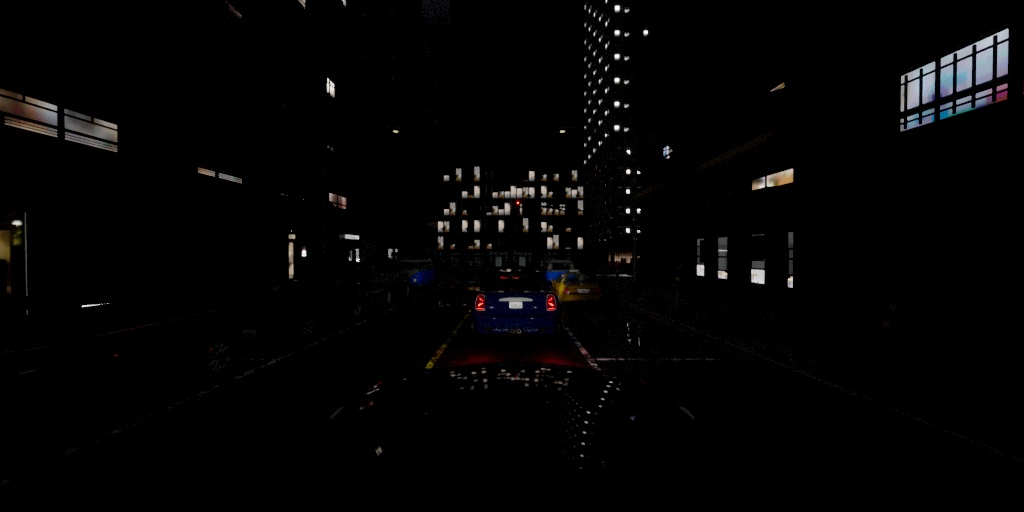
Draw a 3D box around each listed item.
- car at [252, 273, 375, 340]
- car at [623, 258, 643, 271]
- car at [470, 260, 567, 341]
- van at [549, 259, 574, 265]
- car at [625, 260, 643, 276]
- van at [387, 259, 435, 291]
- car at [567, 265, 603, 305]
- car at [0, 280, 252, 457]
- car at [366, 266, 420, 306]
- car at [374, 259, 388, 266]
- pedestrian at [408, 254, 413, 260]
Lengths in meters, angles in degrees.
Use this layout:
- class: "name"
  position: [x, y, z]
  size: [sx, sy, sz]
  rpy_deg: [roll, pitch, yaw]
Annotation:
- class: "car"
  position: [-5.691, 1.314, 9.972]
  size: [1.948, 1.339, 4.313]
  rpy_deg: [0, 0, 0]
- class: "car"
  position: [15.232, 1.087, 40.487]
  size: [5.009, 1.841, 2.192]
  rpy_deg: [0, 0, 0]
- class: "car"
  position: [0.085, 1.100, 10.014]
  size: [2.097, 1.767, 4.553]
  rpy_deg: [0, 0, 0]
- class: "van"
  position: [2.689, 1.086, 21.148]
  size: [1.690, 1.789, 3.998]
  rpy_deg: [0, 0, 0]
- class: "car"
  position: [14.674, 1.369, 37.890]
  size: [4.181, 1.385, 1.994]
  rpy_deg: [0, 1, 0]
- class: "van"
  position: [-5.692, 1.086, 21.176]
  size: [1.690, 1.789, 3.998]
  rpy_deg: [0, 0, 0]
- class: "car"
  position: [2.690, 1.272, 15.716]
  size: [1.751, 1.417, 4.829]
  rpy_deg: [0, 0, 0]
- class: "car"
  position: [-5.691, 1.189, 4.371]
  size: [1.967, 1.591, 4.097]
  rpy_deg: [0, 0, 0]
- class: "car"
  position: [-5.691, 1.297, 15.574]
  size: [2.007, 1.370, 4.403]
  rpy_deg: [0, 0, 0]
- class: "car"
  position: [-11.043, 1.070, 34.839]
  size: [4.553, 1.767, 2.097]
  rpy_deg: [0, 1, 0]
- class: "pedestrian"
  position: [-12.394, 0.635, 43.577]
  size: [0.375, 1.860, 0.375]
  rpy_deg: [0, 1, 0]
